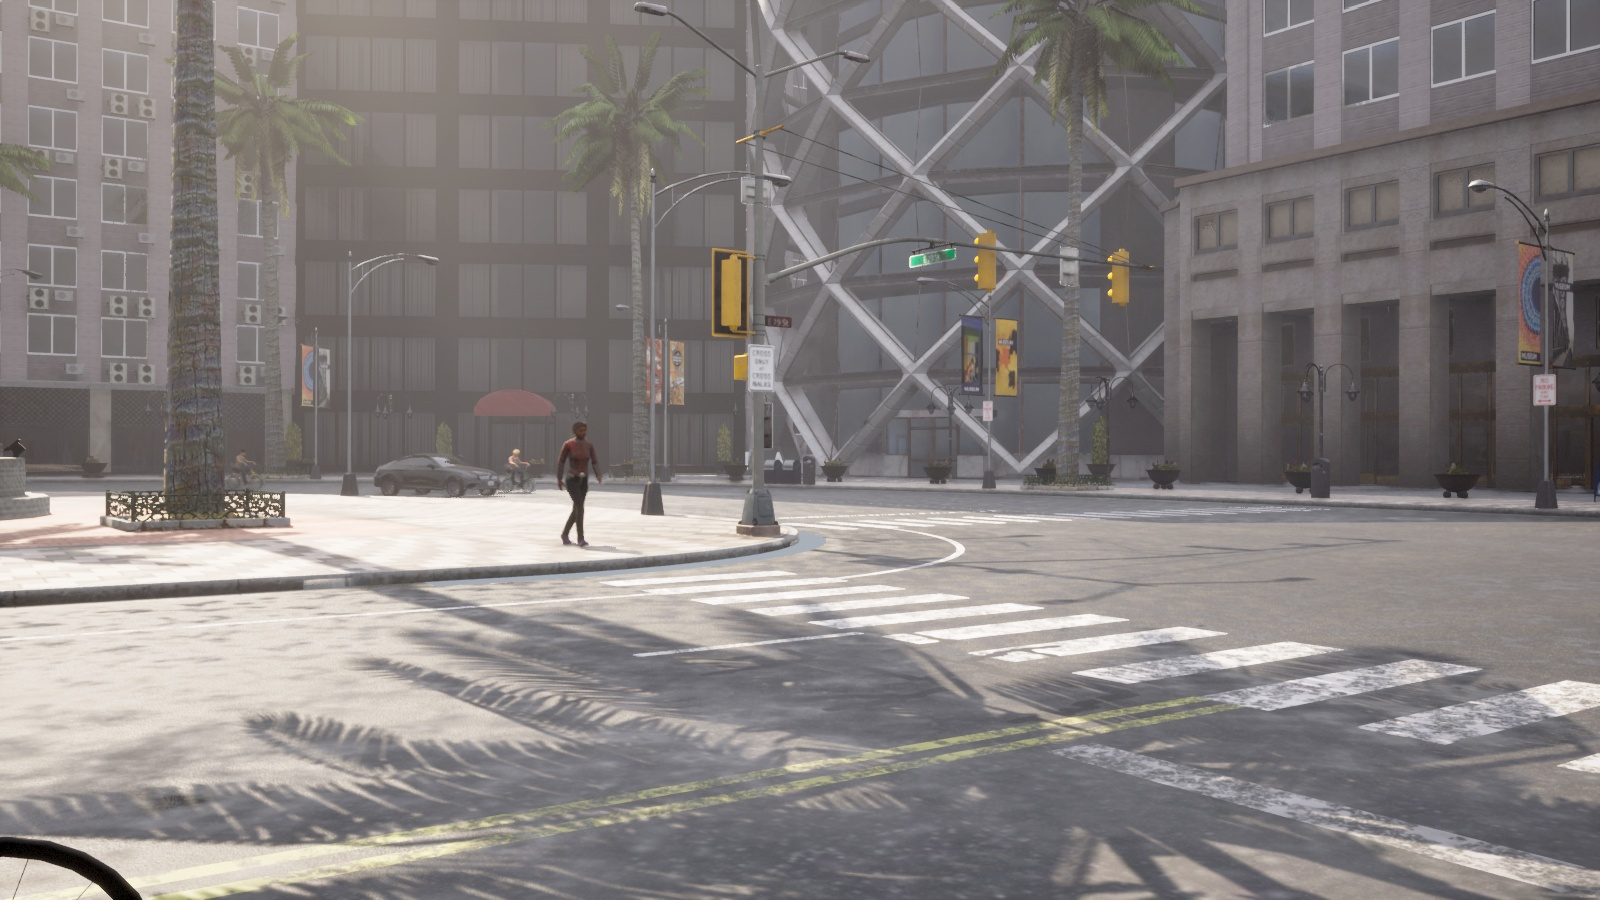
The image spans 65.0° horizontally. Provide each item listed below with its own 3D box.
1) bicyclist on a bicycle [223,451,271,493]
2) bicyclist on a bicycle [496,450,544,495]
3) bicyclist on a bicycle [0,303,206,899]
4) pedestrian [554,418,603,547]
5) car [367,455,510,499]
[{"bbox_3d":[-21.746,0.848,49.393,1.509,1.612,0.866,0,0,7],"label":"bicyclist on a bicycle"},{"bbox_3d":[-10.174,0.814,45.612,1.509,1.612,0.866,0,1,29],"label":"bicyclist on a bicycle"},{"bbox_3d":[-2.110,0.625,2.206,1.843,1.776,0.659,0,0,-35],"label":"bicyclist on a bicycle"},{"bbox_3d":[-3.163,0.452,17.909,0.328,1.805,0.869,0,0,-36],"label":"pedestrian"},{"bbox_3d":[-12.345,0.902,42.839,4.674,1.442,1.812,0,0,25],"label":"car"}]
